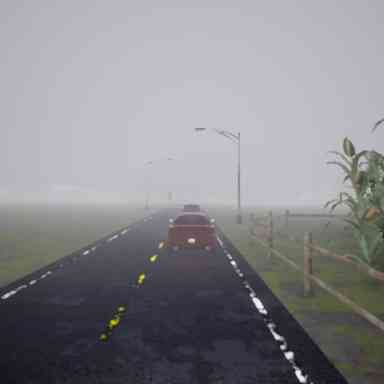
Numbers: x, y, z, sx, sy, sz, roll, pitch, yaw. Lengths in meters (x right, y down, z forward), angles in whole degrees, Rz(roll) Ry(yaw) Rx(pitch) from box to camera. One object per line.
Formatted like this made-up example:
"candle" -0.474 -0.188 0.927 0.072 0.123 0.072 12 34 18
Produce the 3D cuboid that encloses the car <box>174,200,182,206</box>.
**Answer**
"car" -2.795 2.316 69.750 1.895 1.301 4.718 0 -1 0

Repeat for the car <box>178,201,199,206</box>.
"car" -0.016 1.794 29.303 1.837 1.490 4.892 0 0 0

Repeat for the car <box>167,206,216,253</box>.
"car" -0.004 1.616 14.477 1.882 1.535 5.008 0 0 0
